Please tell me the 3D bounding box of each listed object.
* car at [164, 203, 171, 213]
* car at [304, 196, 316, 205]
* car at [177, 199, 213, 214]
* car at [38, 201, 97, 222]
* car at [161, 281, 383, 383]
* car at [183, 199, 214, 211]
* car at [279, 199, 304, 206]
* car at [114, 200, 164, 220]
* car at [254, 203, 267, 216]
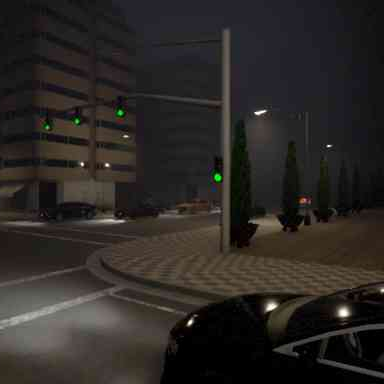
[{"bbox_3d":[-4.511,1.595,35.418,2.033,1.411,5.357,0,0,35],"label":"car"},{"bbox_3d":[20.317,1.402,58.463,2.097,1.767,4.553,0,0,32],"label":"car"},{"bbox_3d":[0.394,1.527,36.293,1.882,1.535,5.008,0,0,35],"label":"car"},{"bbox_3d":[-10.132,1.553,27.461,1.837,1.490,4.892,0,0,35],"label":"car"},{"bbox_3d":[1.928,1.492,2.598,4.902,1.511,2.128,0,0,36],"label":"car"},{"bbox_3d":[0.940,1.612,43.107,1.994,1.385,4.181,0,0,36],"label":"car"},{"bbox_3d":[14.631,1.542,50.036,2.128,1.511,4.902,0,0,35],"label":"car"},{"bbox_3d":[-4.757,1.613,29.005,1.994,1.385,4.181,0,0,35],"label":"car"},{"bbox_3d":[5.366,1.615,30.856,1.994,1.385,4.181,0,0,35],"label":"car"}]
